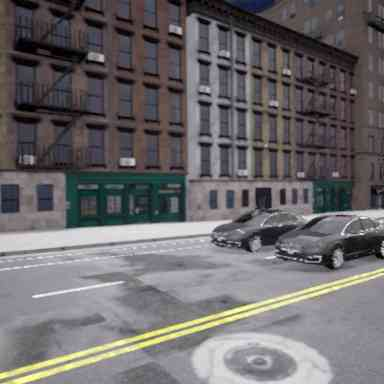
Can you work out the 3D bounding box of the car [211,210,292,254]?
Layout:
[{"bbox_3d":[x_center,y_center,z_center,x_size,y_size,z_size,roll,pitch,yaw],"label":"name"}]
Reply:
[{"bbox_3d":[2.994,1.527,13.813,4.892,1.490,1.837,0,0,-36],"label":"car"}]

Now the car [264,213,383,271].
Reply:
[{"bbox_3d":[4.858,1.527,11.150,4.892,1.490,1.837,0,0,-36],"label":"car"}]
